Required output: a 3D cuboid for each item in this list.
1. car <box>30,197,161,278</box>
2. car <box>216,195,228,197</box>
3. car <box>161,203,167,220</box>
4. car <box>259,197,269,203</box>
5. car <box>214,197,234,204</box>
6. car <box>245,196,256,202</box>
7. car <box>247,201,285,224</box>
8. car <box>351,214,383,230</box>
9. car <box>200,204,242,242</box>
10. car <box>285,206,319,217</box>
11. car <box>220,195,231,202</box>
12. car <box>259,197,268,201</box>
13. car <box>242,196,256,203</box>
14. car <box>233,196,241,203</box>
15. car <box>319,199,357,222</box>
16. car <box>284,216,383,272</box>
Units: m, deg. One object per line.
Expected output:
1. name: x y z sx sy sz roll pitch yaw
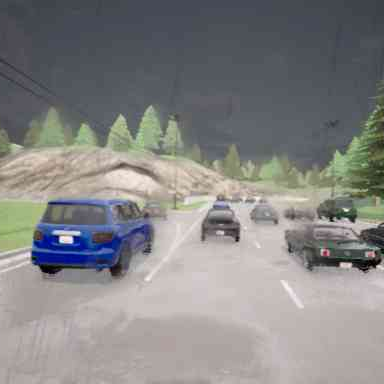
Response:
1. car: -2.642 1.187 10.255 2.150 2.045 5.566 2 0 5
2. car: 7.276 1.667 84.088 2.150 2.045 5.566 1 0 7
3. car: -3.227 1.551 27.911 2.033 1.411 5.357 2 0 -12
4. car: 20.007 2.249 92.515 1.837 1.490 4.892 1 0 22
5. car: 2.969 1.659 34.109 1.882 1.535 5.008 1 0 5
6. car: 16.394 1.916 92.825 2.097 1.767 4.553 1 0 22
7. car: 5.882 1.782 27.305 2.033 1.411 5.357 1 0 5
8. car: 8.128 1.811 12.878 1.994 1.385 4.181 1 0 5
9. car: 1.490 1.596 17.222 1.837 1.490 4.892 1 0 5
10. car: 9.659 1.941 30.330 1.895 1.301 4.718 1 0 5
11. car: 9.503 1.883 94.297 2.097 1.767 4.553 1 0 22
12. car: 17.686 2.230 82.820 1.812 1.442 4.674 1 0 7
13. car: 14.198 2.141 83.097 1.812 1.442 4.674 1 0 7
14. car: 10.743 2.069 83.691 2.033 1.411 5.357 1 0 7
15. car: 13.208 1.653 30.628 2.150 2.045 5.566 1 0 5
16. car: 4.487 1.751 11.444 1.895 1.301 4.718 1 0 5
